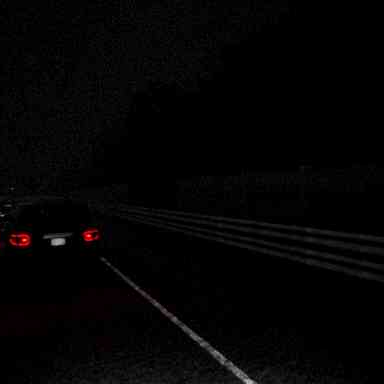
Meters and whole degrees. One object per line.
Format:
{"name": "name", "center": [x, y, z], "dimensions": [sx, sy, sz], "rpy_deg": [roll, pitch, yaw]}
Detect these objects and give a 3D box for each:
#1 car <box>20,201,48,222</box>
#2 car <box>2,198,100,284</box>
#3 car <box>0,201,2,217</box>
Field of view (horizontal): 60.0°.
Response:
{"name": "car", "center": [-13.668, 1.593, 28.644], "dimensions": [2.033, 1.411, 5.357], "rpy_deg": [-1, 0, -27]}
{"name": "car", "center": [-4.296, 1.249, 10.078], "dimensions": [2.150, 2.045, 5.566], "rpy_deg": [-1, 0, -27]}
{"name": "car", "center": [-18.222, 1.649, 29.678], "dimensions": [1.994, 1.385, 4.181], "rpy_deg": [-1, 0, -27]}
